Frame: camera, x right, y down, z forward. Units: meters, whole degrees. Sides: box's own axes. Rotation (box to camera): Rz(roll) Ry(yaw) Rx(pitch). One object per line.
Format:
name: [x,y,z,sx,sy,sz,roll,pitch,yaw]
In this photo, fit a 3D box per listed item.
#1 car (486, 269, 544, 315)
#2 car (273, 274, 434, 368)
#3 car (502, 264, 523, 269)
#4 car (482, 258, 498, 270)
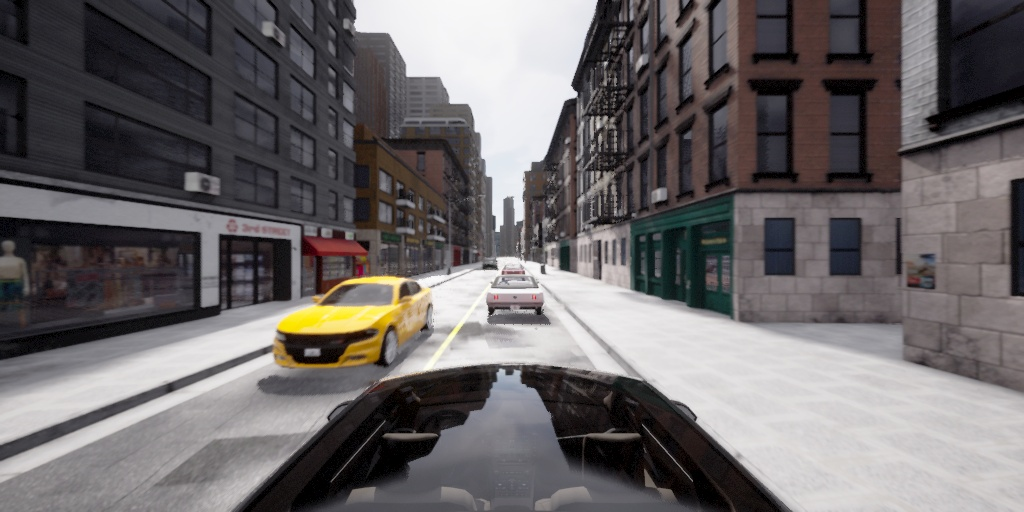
car: [0.102,1.342,13.611,1.895,1.301,4.718,0,0,0]
car: [-3.099,1.223,8.069,1.882,1.535,5.008,0,0,0]
car: [0.106,1.326,30.120,1.895,1.301,4.718,0,0,0]
car: [-3.064,1.052,50.683,2.097,1.767,4.553,0,0,0]
